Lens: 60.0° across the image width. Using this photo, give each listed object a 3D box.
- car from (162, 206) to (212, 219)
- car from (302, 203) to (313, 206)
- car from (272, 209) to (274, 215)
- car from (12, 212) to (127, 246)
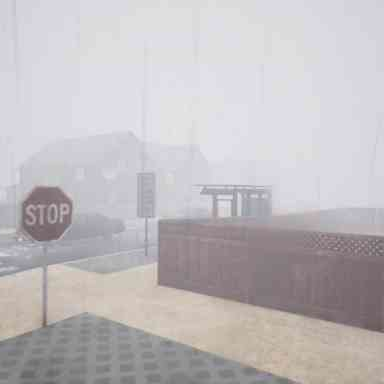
[{"bbox_3d":[-0.209,1.775,24.050,1.837,1.490,4.892,1,0,35],"label":"car"},{"bbox_3d":[15.369,1.802,45.813,2.128,1.511,4.902,1,0,35],"label":"car"},{"bbox_3d":[6.527,1.985,33.526,2.033,1.411,5.357,1,0,35],"label":"car"},{"bbox_3d":[-5.728,1.687,16.353,2.033,1.411,5.357,1,0,37],"label":"car"}]
